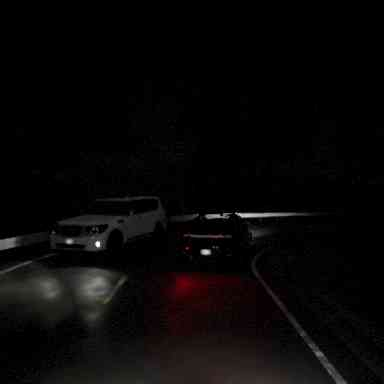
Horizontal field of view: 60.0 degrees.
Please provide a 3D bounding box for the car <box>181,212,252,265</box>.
[{"bbox_3d":[0.985,1.459,11.730,2.128,1.511,4.902,0,0,14],"label":"car"}]

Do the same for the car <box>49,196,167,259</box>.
[{"bbox_3d":[-2.910,1.185,12.986,2.150,2.045,5.566,-1,0,20],"label":"car"}]

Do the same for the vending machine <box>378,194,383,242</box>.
[{"bbox_3d":[8.884,1.149,14.431,0.880,2.100,1.100,0,0,-19],"label":"vending machine"}]
